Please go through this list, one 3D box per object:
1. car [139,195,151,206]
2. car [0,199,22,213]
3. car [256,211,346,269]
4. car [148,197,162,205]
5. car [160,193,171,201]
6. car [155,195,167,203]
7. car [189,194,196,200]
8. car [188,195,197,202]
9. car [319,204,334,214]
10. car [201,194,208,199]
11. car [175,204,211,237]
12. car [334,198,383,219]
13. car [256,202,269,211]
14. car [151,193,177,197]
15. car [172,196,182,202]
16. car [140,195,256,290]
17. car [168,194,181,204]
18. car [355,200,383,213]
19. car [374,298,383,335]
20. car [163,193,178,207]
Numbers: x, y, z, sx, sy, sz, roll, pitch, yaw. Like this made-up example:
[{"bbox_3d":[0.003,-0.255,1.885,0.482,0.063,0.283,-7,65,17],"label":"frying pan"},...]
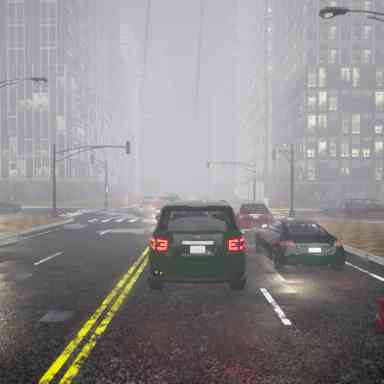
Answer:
[{"bbox_3d":[-6.543,1.316,49.968,2.097,1.767,4.553,0,0,1],"label":"car"},{"bbox_3d":[-19.586,1.403,33.657,4.181,1.385,1.994,1,1,1],"label":"car"},{"bbox_3d":[3.368,1.558,11.127,1.994,1.385,4.181,0,0,0],"label":"car"},{"bbox_3d":[-6.478,1.554,58.958,1.895,1.301,4.718,0,0,0],"label":"car"},{"bbox_3d":[-6.373,1.151,79.782,2.150,2.045,5.566,0,0,0],"label":"car"},{"bbox_3d":[-6.390,1.418,69.212,1.882,1.535,5.008,0,0,0],"label":"car"},{"bbox_3d":[0.146,1.430,91.656,1.812,1.442,4.674,0,0,0],"label":"car"},{"bbox_3d":[0.125,1.460,72.740,1.812,1.442,4.674,0,0,0],"label":"car"},{"bbox_3d":[16.780,1.660,36.197,5.357,1.411,2.033,0,1,1],"label":"car"},{"bbox_3d":[3.397,1.216,91.648,1.882,1.535,5.008,0,0,0],"label":"car"},{"bbox_3d":[0.127,1.515,18.880,1.812,1.442,4.674,0,0,2],"label":"car"},{"bbox_3d":[16.249,1.517,30.421,5.009,1.841,2.192,1,0,1],"label":"car"},{"bbox_3d":[3.381,1.341,19.740,2.097,1.767,4.553,0,0,0],"label":"car"},{"bbox_3d":[-2.162,1.255,39.227,2.097,1.767,4.553,1,1,40],"label":"car"},{"bbox_3d":[-3.137,1.532,71.616,1.895,1.301,4.718,0,0,0],"label":"car"},{"bbox_3d":[0.116,1.217,9.198,2.150,2.045,5.566,0,0,0],"label":"car"},{"bbox_3d":[-3.216,1.302,61.563,2.097,1.767,4.553,0,0,0],"label":"car"},{"bbox_3d":[21.871,1.641,38.698,4.829,1.417,1.752,1,0,1],"label":"car"},{"bbox_3d":[3.354,1.600,2.302,1.895,1.301,4.718,0,0,0],"label":"car"},{"bbox_3d":[-3.281,1.183,51.752,2.150,2.045,5.566,0,0,-1],"label":"car"}]
